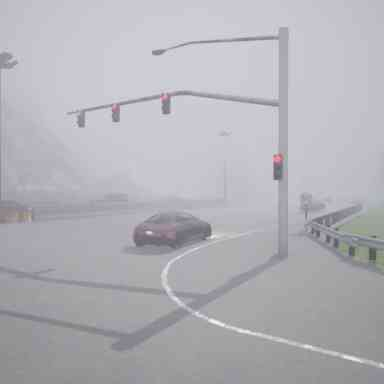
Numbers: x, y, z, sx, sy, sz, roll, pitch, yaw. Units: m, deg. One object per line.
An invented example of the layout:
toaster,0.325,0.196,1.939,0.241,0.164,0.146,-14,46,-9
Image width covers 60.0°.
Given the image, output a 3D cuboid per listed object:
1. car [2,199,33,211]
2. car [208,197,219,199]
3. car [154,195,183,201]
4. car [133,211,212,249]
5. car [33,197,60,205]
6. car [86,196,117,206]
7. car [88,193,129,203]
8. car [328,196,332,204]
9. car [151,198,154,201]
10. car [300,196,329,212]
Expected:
car,-16.988,1.437,29.141,1.837,1.490,4.892,0,0,33
car,4.049,1.539,65.032,1.895,1.301,4.718,0,0,22
car,-3.163,1.289,51.026,2.097,1.767,4.553,0,0,31
car,-0.715,1.545,14.632,1.994,1.385,4.181,0,0,27
car,-19.907,1.402,44.062,2.128,1.511,4.902,0,0,33
car,-14.317,1.439,52.881,1.812,1.442,4.674,0,0,33
car,-9.980,1.155,40.101,2.150,2.045,5.566,0,0,33
car,26.251,1.486,65.348,1.837,1.490,4.892,0,0,14
car,-6.314,1.515,67.219,1.895,1.301,4.718,0,0,23
car,13.900,1.533,38.179,2.033,1.411,5.357,0,0,32
